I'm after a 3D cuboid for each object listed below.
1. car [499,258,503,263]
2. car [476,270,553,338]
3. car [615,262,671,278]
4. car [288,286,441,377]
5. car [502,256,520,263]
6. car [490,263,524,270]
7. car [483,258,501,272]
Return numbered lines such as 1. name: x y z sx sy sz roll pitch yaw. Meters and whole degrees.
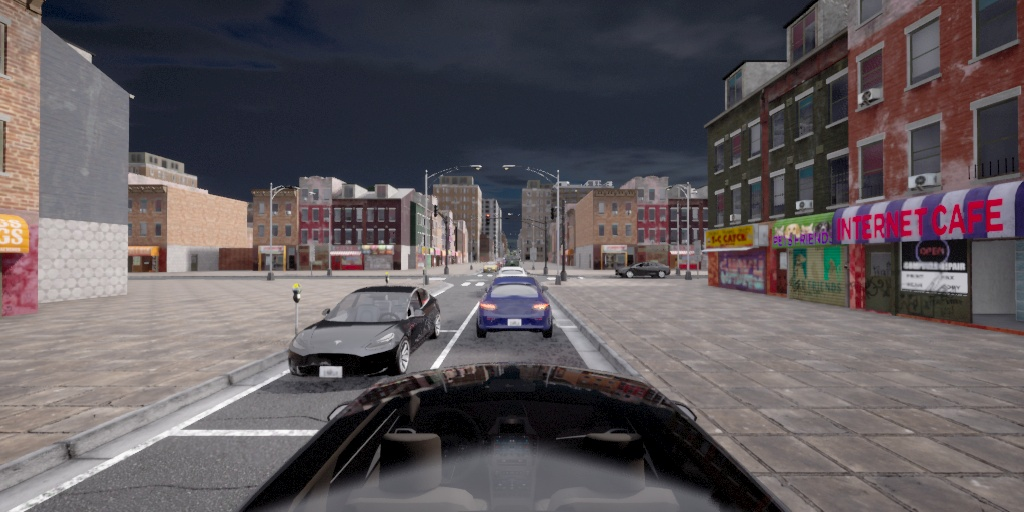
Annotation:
1. car: -2.697 1.355 50.775 1.888 1.381 4.507 0 0 0
2. car: 0.068 1.278 10.082 1.812 1.442 4.674 0 0 0
3. car: 11.992 1.262 33.001 4.892 1.490 1.837 0 0 -2
4. car: -2.645 1.317 7.402 1.948 1.339 4.313 0 0 0
5. car: 0.015 1.048 57.337 2.150 2.045 5.566 0 0 0
6. car: -0.003 1.284 19.216 1.812 1.442 4.674 0 0 0
7. car: -2.690 1.322 45.000 1.751 1.417 4.829 0 0 0
